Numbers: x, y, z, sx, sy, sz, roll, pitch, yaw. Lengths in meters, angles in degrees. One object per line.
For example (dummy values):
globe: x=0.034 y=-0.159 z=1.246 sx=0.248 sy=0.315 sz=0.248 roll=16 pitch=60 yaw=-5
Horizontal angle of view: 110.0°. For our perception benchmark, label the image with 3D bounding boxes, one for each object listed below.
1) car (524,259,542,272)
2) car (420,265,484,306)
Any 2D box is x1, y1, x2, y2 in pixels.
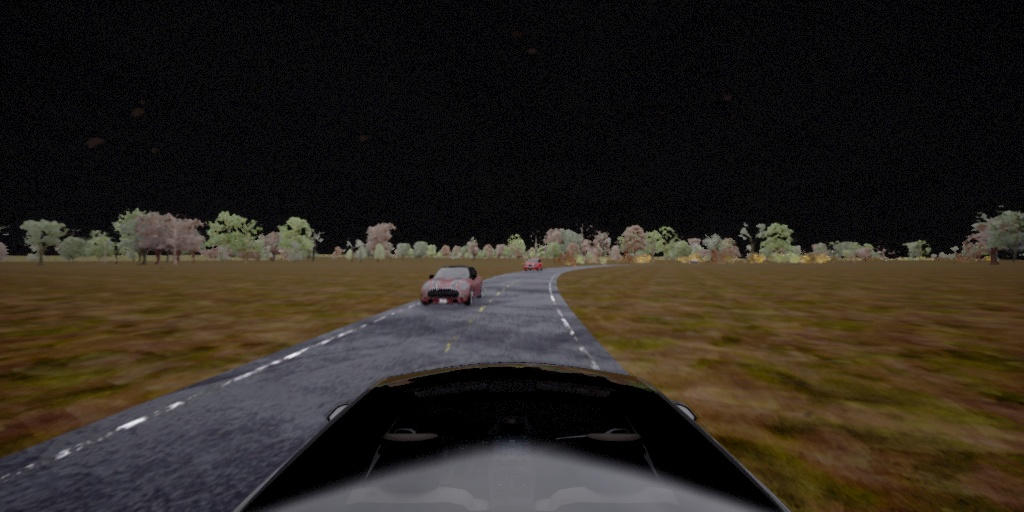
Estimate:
car: x=3.375 y=1.413 z=56.336 sx=2.150 sy=2.045 sz=5.566 roll=0 pitch=0 yaw=15
car: x=-2.591 y=1.213 z=16.409 sx=2.097 sy=1.767 sz=4.553 roll=0 pitch=0 yaw=4
